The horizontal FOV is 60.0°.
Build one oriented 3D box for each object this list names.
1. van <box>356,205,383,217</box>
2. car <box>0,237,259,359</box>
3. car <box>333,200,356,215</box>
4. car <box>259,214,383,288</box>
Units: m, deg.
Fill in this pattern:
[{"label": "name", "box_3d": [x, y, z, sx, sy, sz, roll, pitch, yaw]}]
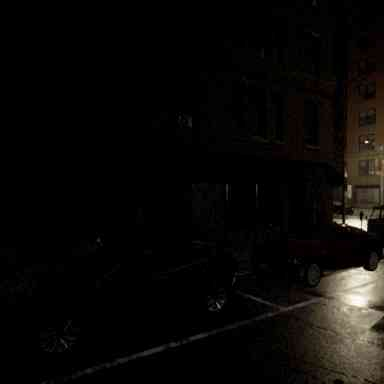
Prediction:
[{"label": "van", "box_3d": [8.174, 1.337, 12.522, 3.998, 1.788, 1.690, 0, 0, -35]}, {"label": "car", "box_3d": [-1.070, 1.565, 5.988, 4.313, 1.339, 1.947, 0, 0, -35]}, {"label": "car", "box_3d": [13.167, 1.485, 31.694, 2.128, 1.511, 4.902, 0, 0, -36]}, {"label": "car", "box_3d": [3.551, 1.543, 9.255, 4.507, 1.381, 1.887, 0, 0, -35]}]
